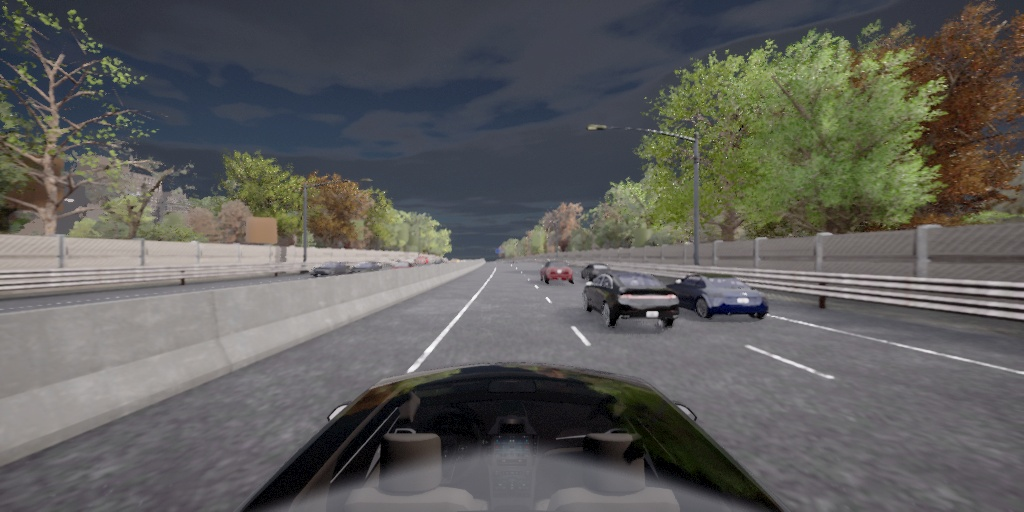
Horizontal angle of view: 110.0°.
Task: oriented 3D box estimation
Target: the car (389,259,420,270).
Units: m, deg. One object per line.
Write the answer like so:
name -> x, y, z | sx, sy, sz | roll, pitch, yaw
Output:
car -> -10.955, 1.336, 36.167 | 1.812, 1.442, 4.674 | 0, 0, -1

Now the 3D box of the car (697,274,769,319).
car -> 7.041, 1.333, 12.952 | 1.994, 1.385, 4.181 | 0, 0, 0

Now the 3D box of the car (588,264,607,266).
car -> 6.857, 1.325, 29.056 | 1.812, 1.442, 4.674 | 0, 0, -1

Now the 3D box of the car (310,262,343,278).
car -> -17.951, 1.338, 35.889 | 2.033, 1.411, 5.357 | 1, 1, -1

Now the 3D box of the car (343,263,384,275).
car -> -14.455, 1.356, 35.814 | 2.033, 1.411, 5.357 | 0, 0, -1

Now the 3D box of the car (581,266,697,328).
car -> 3.547, 1.260, 11.513 | 2.128, 1.511, 4.902 | 0, 0, 0

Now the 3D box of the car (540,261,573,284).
car -> 3.372, 1.149, 27.816 | 2.097, 1.767, 4.553 | 0, 0, -1
